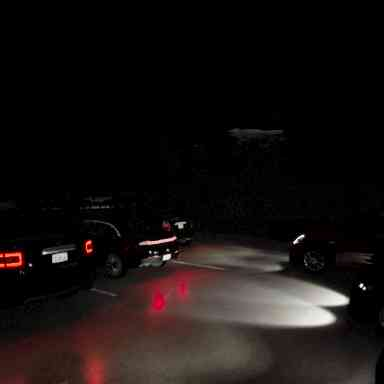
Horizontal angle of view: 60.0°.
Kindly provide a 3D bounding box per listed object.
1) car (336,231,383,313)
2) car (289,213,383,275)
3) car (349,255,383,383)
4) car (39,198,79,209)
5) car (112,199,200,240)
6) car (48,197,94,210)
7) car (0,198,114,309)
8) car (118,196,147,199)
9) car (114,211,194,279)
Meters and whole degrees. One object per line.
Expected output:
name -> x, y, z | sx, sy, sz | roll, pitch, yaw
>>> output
car -> 4.650, 1.564, 4.965 | 4.181, 1.385, 1.994 | 0, 0, 36
car -> 5.023, 1.352, 9.009 | 4.553, 1.767, 2.097 | 0, 0, 36
car -> 3.599, 1.474, 1.420 | 5.008, 1.535, 1.882 | 0, 0, 35
car -> -18.119, 1.491, 45.517 | 1.895, 1.301, 4.718 | 0, 0, 43
car -> -2.164, 1.351, 14.090 | 4.553, 1.767, 2.097 | 0, 0, 35
car -> -15.622, 1.453, 43.149 | 2.033, 1.411, 5.357 | 0, 0, 40
car -> -4.508, 1.221, 7.194 | 5.566, 2.045, 2.150 | 0, 0, 33
car -> -8.670, 1.405, 49.850 | 4.902, 1.511, 2.128 | 0, 0, -41
car -> -2.623, 1.491, 10.121 | 4.902, 1.511, 2.128 | 0, 0, 36
